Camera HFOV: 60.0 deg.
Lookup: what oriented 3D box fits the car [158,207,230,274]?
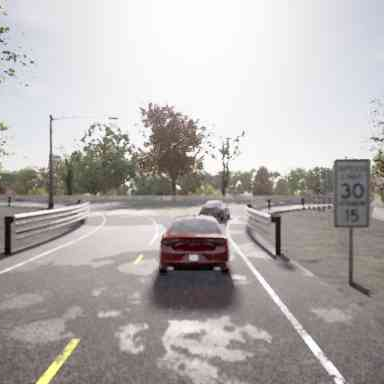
[{"bbox_3d":[0.077,1.439,10.474,1.882,1.535,5.008,0,0,1],"label":"car"}]

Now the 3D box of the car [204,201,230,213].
[{"bbox_3d":[1.882,1.427,26.580,1.812,1.442,4.674,0,0,14],"label":"car"}]
